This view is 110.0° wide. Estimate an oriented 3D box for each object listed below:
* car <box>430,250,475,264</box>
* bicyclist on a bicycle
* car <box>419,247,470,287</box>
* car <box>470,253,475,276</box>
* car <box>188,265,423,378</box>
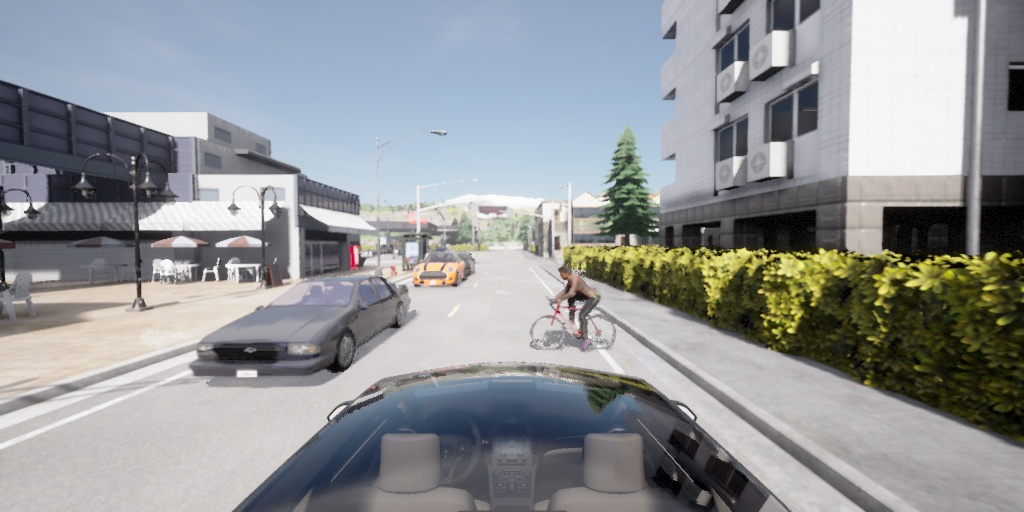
[{"bbox_3d":[-7.117,0.062,42.755,4.902,1.511,2.128,0,3,27],"label":"car"},{"bbox_3d":[1.172,1.008,6.853,1.656,1.620,0.582,0,2,0],"label":"bicyclist on a bicycle"},{"bbox_3d":[-3.681,0.571,18.845,2.097,1.767,4.553,0,2,0],"label":"car"},{"bbox_3d":[-3.634,0.557,24.819,1.837,1.490,4.892,0,2,0],"label":"car"},{"bbox_3d":[-3.626,1.128,7.537,2.033,1.411,5.357,0,2,0],"label":"car"}]
